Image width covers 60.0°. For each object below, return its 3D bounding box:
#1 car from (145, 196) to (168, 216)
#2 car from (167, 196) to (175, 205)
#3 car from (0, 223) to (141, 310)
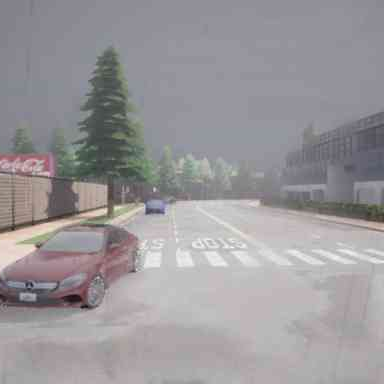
[{"bbox_3d":[-3.596,1.497,33.015,1.882,1.535,5.008,0,0,-4],"label":"car"},{"bbox_3d":[-4.168,1.462,57.920,2.128,1.511,4.902,-1,0,10],"label":"car"},{"bbox_3d":[-2.544,1.540,8.030,1.812,1.442,4.674,1,0,7],"label":"car"}]
